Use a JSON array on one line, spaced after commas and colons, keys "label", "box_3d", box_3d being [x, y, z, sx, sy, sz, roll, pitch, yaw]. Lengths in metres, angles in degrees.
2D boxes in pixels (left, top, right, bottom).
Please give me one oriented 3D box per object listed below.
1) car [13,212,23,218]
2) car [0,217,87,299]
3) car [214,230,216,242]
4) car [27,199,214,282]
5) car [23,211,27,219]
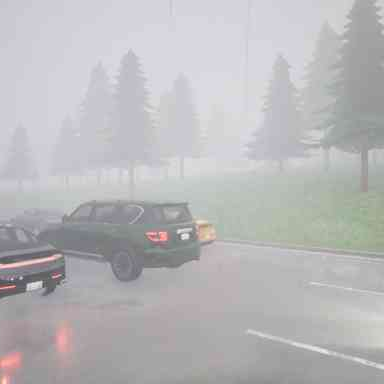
[{"label": "car", "box_3d": [-10.634, 1.547, 15.921, 5.357, 1.411, 2.033, 0, 0, 35]}, {"label": "car", "box_3d": [-4.830, 1.492, 7.455, 4.902, 1.511, 2.128, 0, 0, 36]}, {"label": "car", "box_3d": [-1.427, 1.478, 13.630, 5.008, 1.535, 1.882, 0, 0, 36]}, {"label": "car", "box_3d": [-2.357, 1.221, 9.990, 5.566, 2.045, 2.150, 0, 0, 35]}, {"label": "car", "box_3d": [-8.505, 1.564, 18.701, 4.181, 1.385, 1.994, 0, 0, 36]}]
